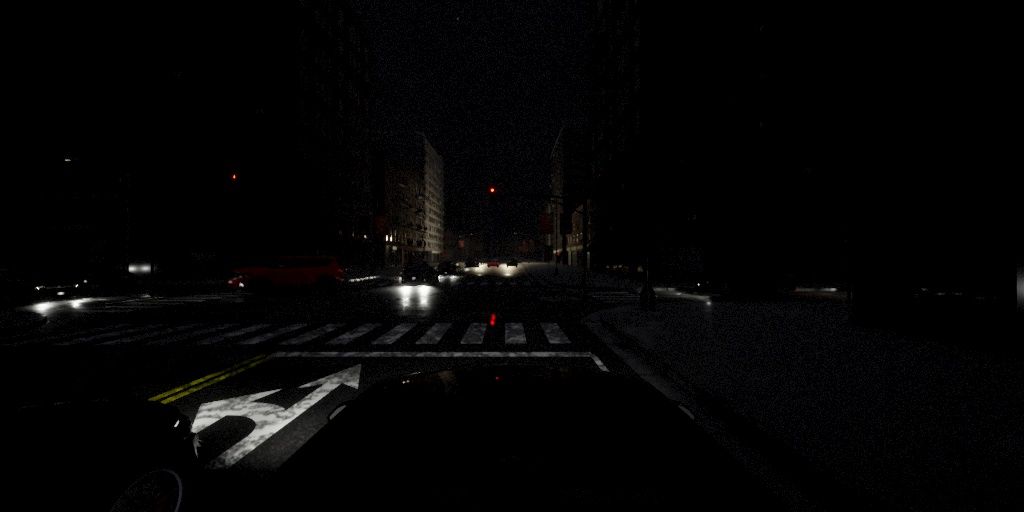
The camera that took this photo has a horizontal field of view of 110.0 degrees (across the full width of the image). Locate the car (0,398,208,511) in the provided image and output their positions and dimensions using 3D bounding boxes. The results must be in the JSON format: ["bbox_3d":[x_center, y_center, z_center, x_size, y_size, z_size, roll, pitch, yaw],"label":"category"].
[{"bbox_3d":[-3.245,1.276,0.749,1.812,1.442,4.674,0,0,0],"label":"car"}]

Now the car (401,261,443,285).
[{"bbox_3d":[-6.596,1.316,26.076,1.994,1.385,4.181,0,0,0],"label":"car"}]

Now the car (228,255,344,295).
[{"bbox_3d":[-12.654,0.986,20.538,2.150,2.045,5.566,2,1,40],"label":"car"}]

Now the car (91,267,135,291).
[{"bbox_3d":[-25.372,1.329,21.598,4.313,1.339,1.948,0,0,0],"label":"car"}]

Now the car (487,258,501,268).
[{"bbox_3d":[-3.242,1.341,62.608,1.895,1.301,4.718,0,0,0],"label":"car"}]

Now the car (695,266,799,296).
[{"bbox_3d":[12.459,1.294,19.202,4.892,1.490,1.837,0,0,2],"label":"car"}]

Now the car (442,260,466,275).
[{"bbox_3d":[-6.598,1.295,38.425,2.033,1.411,5.357,0,0,0],"label":"car"}]

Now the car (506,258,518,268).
[{"bbox_3d":[0.008,1.245,62.161,1.837,1.490,4.892,0,0,0],"label":"car"}]

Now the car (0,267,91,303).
[{"bbox_3d":[-22.895,1.290,16.100,5.357,1.411,2.033,0,0,0],"label":"car"}]

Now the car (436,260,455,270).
[{"bbox_3d":[-9.834,1.306,53.520,1.994,1.385,4.181,0,0,0],"label":"car"}]

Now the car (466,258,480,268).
[{"bbox_3d":[-6.567,1.092,59.113,2.097,1.767,4.553,0,0,0],"label":"car"}]

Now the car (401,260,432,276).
[{"bbox_3d":[-9.847,1.225,37.460,1.882,1.535,5.008,0,0,0],"label":"car"}]
